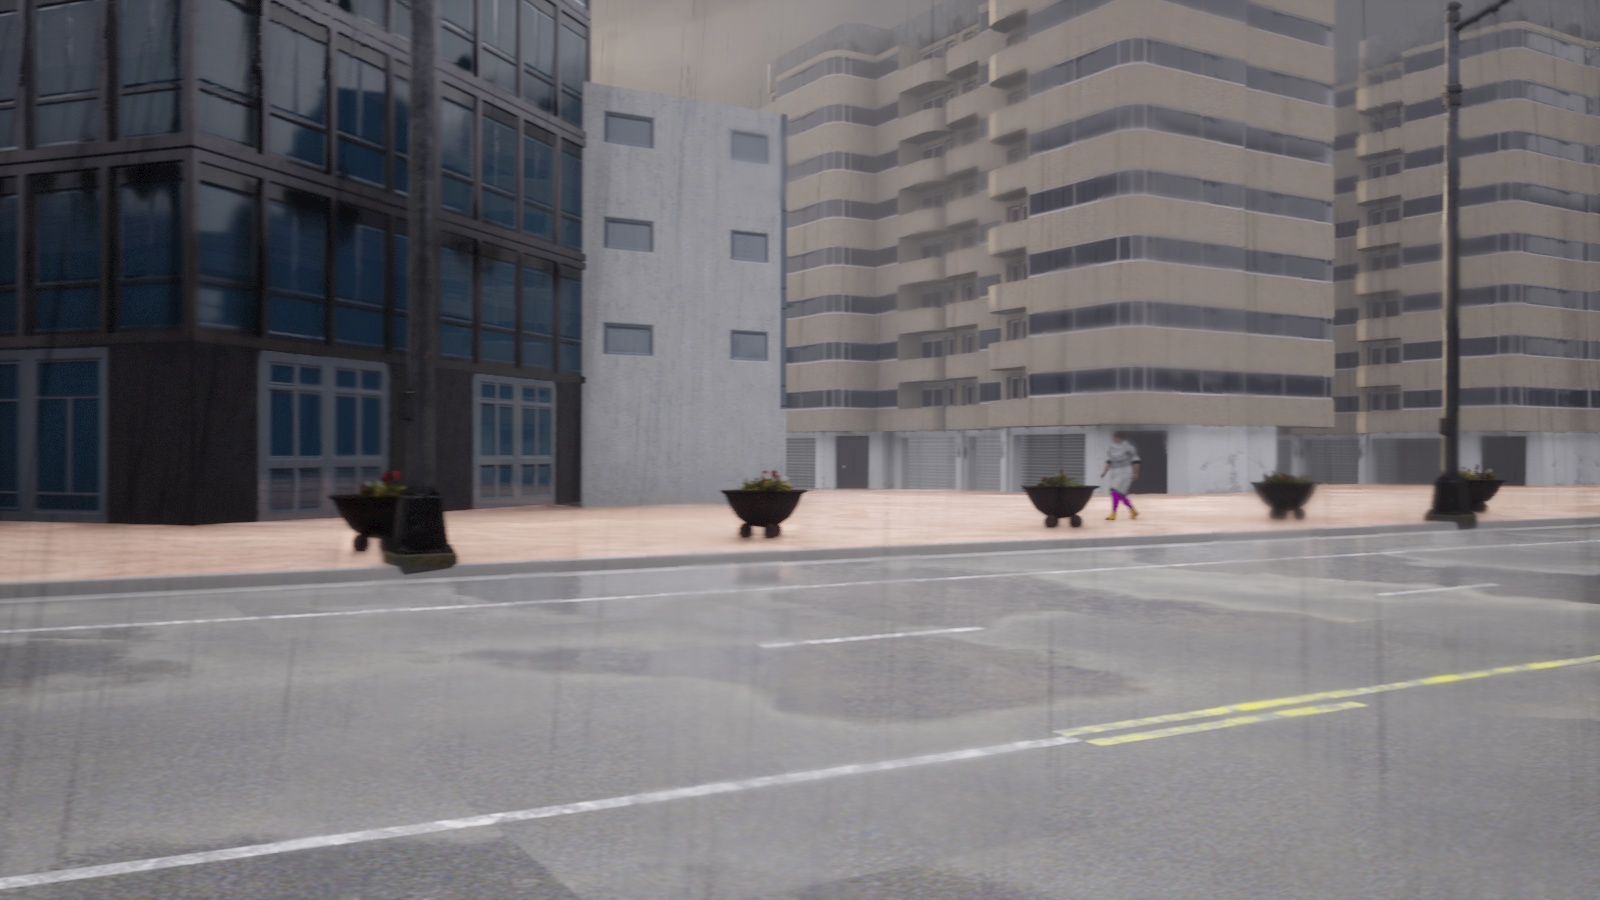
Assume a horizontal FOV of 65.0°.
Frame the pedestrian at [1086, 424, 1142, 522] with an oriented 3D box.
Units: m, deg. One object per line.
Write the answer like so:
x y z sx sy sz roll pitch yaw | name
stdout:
6.343 0.459 25.392 0.873 1.952 0.659 0 0 -28 | pedestrian
